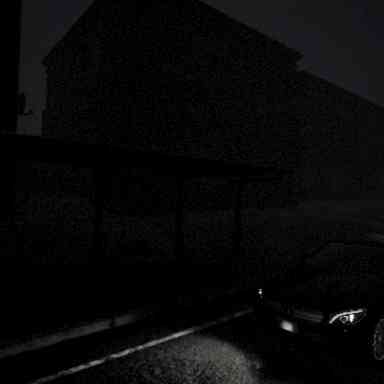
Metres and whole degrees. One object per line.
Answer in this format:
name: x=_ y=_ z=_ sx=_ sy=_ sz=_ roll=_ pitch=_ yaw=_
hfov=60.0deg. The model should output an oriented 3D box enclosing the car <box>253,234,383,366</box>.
car: x=3.115 y=1.543 z=5.990 sx=4.674 sy=1.442 sz=1.812 roll=0 pitch=0 yaw=-39
